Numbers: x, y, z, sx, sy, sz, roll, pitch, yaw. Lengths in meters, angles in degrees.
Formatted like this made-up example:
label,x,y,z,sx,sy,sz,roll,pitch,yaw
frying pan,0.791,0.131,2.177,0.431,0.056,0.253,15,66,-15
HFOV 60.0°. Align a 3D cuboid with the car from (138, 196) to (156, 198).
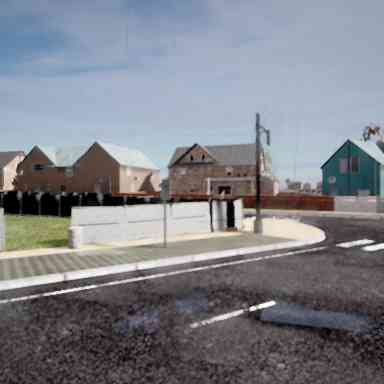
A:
label,x,y,z,sx,sy,sz,roll,pitch,yaw
car,-3.079,1.065,26.416,4.674,1.442,1.812,1,1,19
